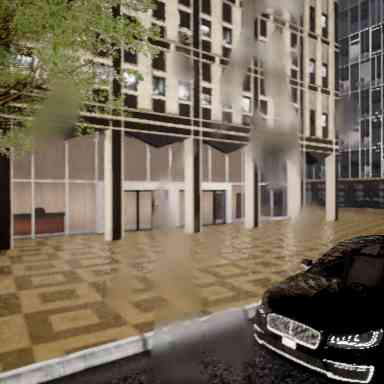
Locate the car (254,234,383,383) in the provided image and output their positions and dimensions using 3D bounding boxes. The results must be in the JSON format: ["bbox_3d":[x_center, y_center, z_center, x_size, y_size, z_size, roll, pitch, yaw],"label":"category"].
[{"bbox_3d":[3.105,1.505,5.283,4.892,1.490,1.837,0,0,-35],"label":"car"}]
